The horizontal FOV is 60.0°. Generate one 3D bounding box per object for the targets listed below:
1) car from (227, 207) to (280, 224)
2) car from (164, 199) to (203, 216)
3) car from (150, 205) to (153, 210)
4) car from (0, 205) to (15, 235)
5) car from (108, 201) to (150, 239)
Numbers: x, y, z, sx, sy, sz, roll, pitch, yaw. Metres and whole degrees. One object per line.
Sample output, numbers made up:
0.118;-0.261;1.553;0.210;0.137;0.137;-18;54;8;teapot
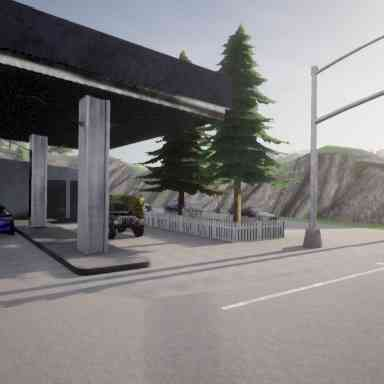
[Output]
4.548;1.815;24.883;1.994;1.385;4.181;1;0;-35;car
-0.856;1.541;32.721;2.097;1.767;4.553;1;0;-35;car
-6.889;1.666;41.467;2.033;1.411;5.357;1;0;-34;car
-11.376;1.525;18.673;2.242;1.667;4.611;1;0;-35;car
-4.248;1.448;18.395;1.905;1.878;3.866;1;0;-35;car
